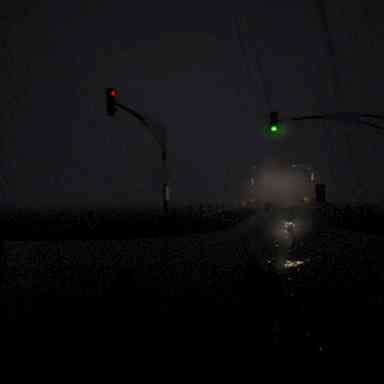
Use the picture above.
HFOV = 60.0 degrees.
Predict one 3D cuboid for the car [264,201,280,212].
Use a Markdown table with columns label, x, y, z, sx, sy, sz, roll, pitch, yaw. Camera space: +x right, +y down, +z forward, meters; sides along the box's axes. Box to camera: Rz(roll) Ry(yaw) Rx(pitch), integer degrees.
| label | x | y | z | sx | sy | sz | roll | pitch | yaw |
| --- | --- | --- | --- | --- | --- | --- | --- | --- | --- |
| car | 10.394 | 1.846 | 42.989 | 1.895 | 1.301 | 4.718 | -2 | -1 | 16 |
